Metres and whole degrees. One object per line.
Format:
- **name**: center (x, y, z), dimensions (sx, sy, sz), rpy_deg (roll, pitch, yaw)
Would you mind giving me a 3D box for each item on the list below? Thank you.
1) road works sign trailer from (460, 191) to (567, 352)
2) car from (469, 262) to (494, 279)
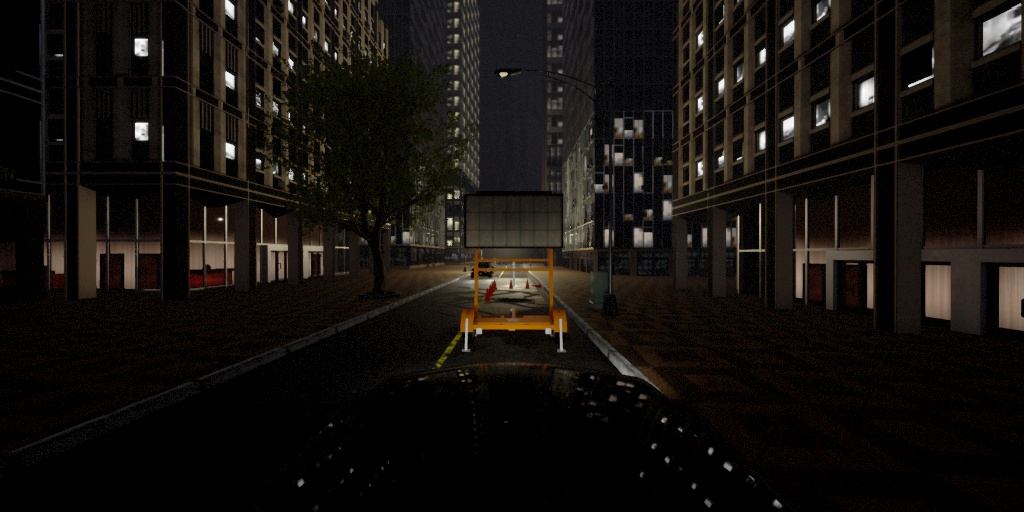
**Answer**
- **road works sign trailer**: center (0.042, 0.214, 8.893), dimensions (2.380, 3.560, 2.880), rpy_deg (0, 0, 0)
- **car**: center (-2.684, 1.272, 32.555), dimensions (1.837, 1.490, 4.892), rpy_deg (0, 0, 0)
